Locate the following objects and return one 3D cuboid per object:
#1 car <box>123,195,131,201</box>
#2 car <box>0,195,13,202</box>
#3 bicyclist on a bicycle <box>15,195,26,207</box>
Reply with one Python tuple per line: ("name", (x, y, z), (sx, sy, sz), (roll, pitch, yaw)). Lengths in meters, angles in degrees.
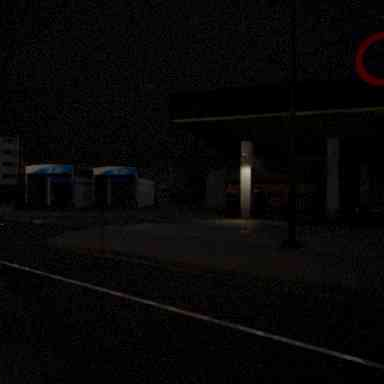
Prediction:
("car", (-14.898, 1.282, 75.017), (1.994, 1.385, 4.181), (0, 0, 36))
("car", (-36.030, 1.226, 61.978), (1.895, 1.301, 4.718), (0, 0, 25))
("bicyclist on a bicycle", (-20.971, 1.075, 40.867), (1.656, 1.620, 0.582), (0, 0, 2))
